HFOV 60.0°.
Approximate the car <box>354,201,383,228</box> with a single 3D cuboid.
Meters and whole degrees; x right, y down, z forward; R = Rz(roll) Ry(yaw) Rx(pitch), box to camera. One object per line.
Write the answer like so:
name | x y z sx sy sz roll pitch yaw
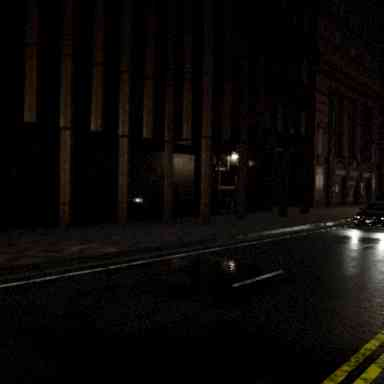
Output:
car | 11.306 1.347 19.691 4.892 1.490 1.837 0 1 -43
